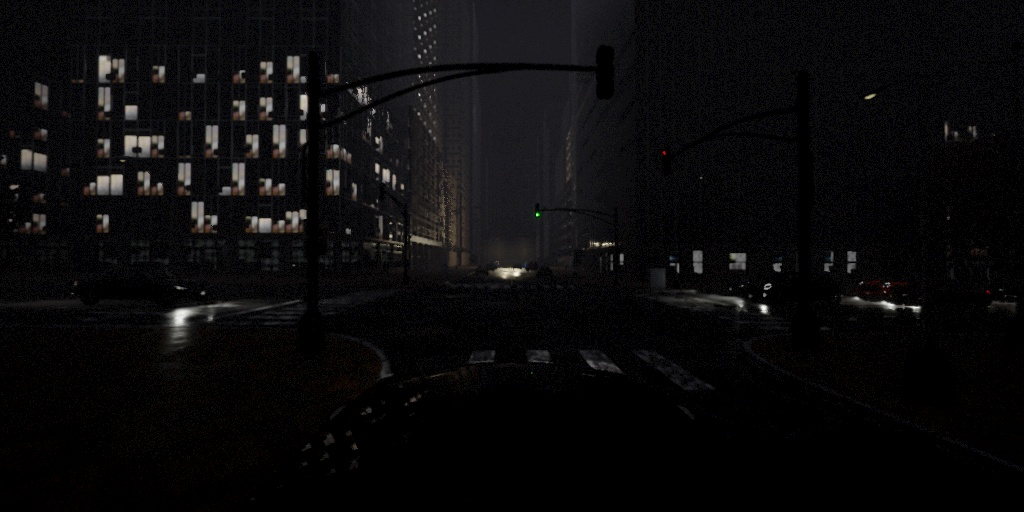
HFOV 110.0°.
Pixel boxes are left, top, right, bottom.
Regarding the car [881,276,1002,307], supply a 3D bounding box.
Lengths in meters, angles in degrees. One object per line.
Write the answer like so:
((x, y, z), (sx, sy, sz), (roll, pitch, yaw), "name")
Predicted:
((23.707, 2.004, 19.917), (4.181, 1.385, 1.994), (1, -1, -3), "car")

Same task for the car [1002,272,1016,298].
((34.950, 1.911, 23.692), (5.566, 2.045, 2.150), (1, -1, -2), "car")

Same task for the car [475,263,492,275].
((-4.071, 1.964, 49.420), (1.802, 1.307, 4.207), (0, 0, 0), "car")

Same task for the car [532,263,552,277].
((3.887, 1.879, 43.935), (1.948, 1.339, 4.313), (0, 0, 0), "car")

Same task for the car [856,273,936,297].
((25.207, 1.861, 23.239), (4.553, 1.767, 2.097), (1, -1, -3), "car")

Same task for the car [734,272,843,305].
((15.122, 1.632, 19.513), (4.553, 1.767, 2.097), (1, -1, -3), "car")

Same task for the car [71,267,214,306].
((-14.965, 1.194, 14.645), (4.674, 1.442, 1.812), (1, -1, -1), "car")

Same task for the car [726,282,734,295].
((16.165, 1.867, 22.813), (4.674, 1.442, 1.812), (1, -1, -3), "car")
